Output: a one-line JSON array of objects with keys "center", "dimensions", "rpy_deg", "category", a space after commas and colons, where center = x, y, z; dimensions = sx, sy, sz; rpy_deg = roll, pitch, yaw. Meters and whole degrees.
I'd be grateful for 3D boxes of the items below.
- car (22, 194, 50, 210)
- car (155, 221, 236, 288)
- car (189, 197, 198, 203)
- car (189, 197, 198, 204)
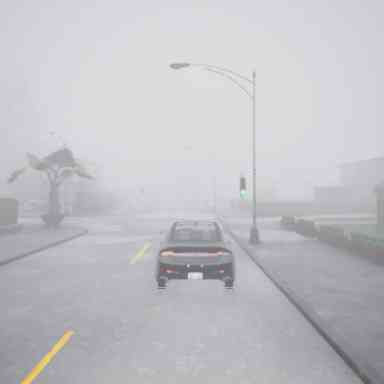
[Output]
[{"center": [-19.583, 1.241, 42.583], "dimensions": [1.905, 1.878, 3.866], "rpy_deg": [0, 0, 35], "category": "car"}, {"center": [0.098, 1.550, 9.383], "dimensions": [2.128, 1.511, 4.902], "rpy_deg": [0, 0, 1], "category": "car"}, {"center": [0.354, 2.035, 84.818], "dimensions": [2.128, 1.511, 4.902], "rpy_deg": [0, 0, 0], "category": "car"}, {"center": [0.328, 1.955, 72.879], "dimensions": [2.128, 1.511, 4.902], "rpy_deg": [0, 0, 0], "category": "car"}]
